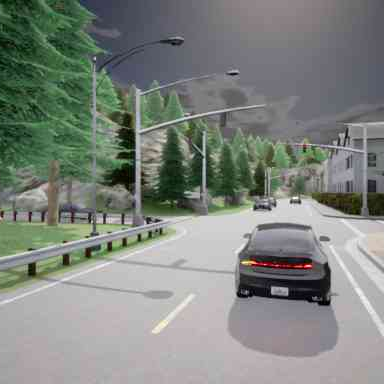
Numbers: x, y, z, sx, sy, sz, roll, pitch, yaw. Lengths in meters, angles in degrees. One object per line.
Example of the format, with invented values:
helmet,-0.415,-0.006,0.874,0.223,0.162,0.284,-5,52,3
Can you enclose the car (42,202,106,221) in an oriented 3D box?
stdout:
car,-9.736,1.563,27.323,5.357,1.411,2.033,0,0,18

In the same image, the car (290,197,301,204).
car,19.446,1.564,62.498,1.994,1.385,4.181,0,0,18

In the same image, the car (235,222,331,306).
car,2.269,1.505,8.188,1.837,1.490,4.892,0,0,17

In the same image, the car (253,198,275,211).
car,8.786,1.564,41.075,1.994,1.385,4.181,0,0,18

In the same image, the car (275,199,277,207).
car,11.814,1.564,50.606,1.994,1.385,4.181,0,0,18
